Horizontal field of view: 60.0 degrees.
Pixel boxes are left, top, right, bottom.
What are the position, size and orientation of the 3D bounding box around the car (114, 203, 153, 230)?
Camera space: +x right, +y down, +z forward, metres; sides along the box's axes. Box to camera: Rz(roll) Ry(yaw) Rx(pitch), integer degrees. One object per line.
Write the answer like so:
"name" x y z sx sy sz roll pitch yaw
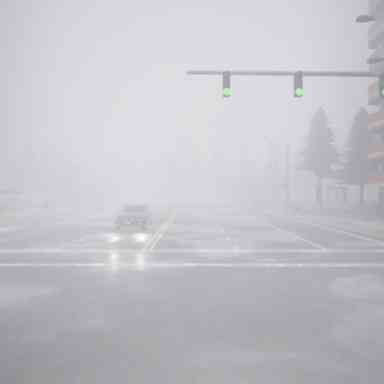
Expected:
"car" -3.582 1.508 21.076 1.837 1.490 4.892 0 0 0
